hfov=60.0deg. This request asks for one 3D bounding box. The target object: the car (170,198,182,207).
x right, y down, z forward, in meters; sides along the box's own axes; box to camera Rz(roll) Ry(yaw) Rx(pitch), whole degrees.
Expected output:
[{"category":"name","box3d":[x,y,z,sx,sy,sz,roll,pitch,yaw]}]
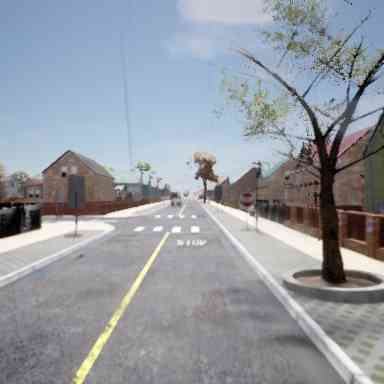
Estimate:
[{"category":"car","box3d":[-2.758,1.834,57.908,2.128,1.511,4.902,0,0,0]}]
